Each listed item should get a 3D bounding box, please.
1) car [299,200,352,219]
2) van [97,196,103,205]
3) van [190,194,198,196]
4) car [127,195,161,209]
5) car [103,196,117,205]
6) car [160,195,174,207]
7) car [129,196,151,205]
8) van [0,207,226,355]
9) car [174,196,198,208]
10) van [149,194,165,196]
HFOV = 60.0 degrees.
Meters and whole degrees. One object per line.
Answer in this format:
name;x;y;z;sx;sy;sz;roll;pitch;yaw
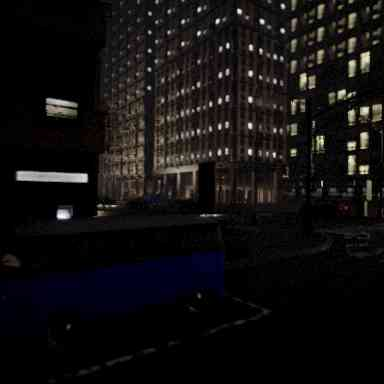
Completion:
car;10.965;1.335;27.651;1.967;1.590;4.097;1;0;-35
van;-15.489;1.082;50.433;1.690;1.788;3.998;1;0;-35
van;1.155;1.211;41.468;1.690;1.788;3.998;1;0;-35
car;-5.681;1.313;36.615;2.008;1.369;4.403;1;0;-35
car;-13.722;1.322;52.569;2.033;1.411;5.357;1;0;-35
car;-2.118;1.413;46.072;2.008;1.369;4.403;1;0;-35
car;-8.660;1.414;55.283;1.947;1.339;4.313;1;0;-35
van;-1.266;1.327;5.802;3.998;1.788;1.690;0;1;-35
car;0.431;1.370;32.483;1.994;1.385;4.181;1;0;-35
van;-5.386;1.196;50.680;1.690;1.788;3.998;1;0;-35
